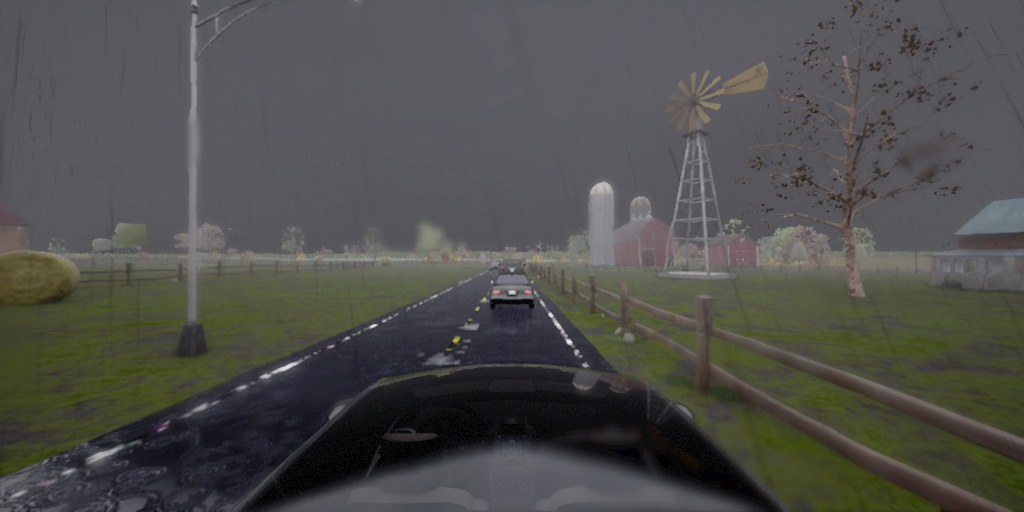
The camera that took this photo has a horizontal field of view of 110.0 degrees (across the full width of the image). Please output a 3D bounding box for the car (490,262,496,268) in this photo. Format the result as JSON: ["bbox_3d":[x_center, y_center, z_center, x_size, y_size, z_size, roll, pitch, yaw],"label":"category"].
[{"bbox_3d":[-2.736,1.798,62.291,1.837,1.490,4.892,0,-1,0],"label":"car"}]

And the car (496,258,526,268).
[{"bbox_3d":[0.009,1.233,30.880,2.150,2.045,5.566,0,0,0],"label":"car"}]

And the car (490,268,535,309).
[{"bbox_3d":[0.005,1.428,15.832,2.033,1.411,5.357,0,0,0],"label":"car"}]
